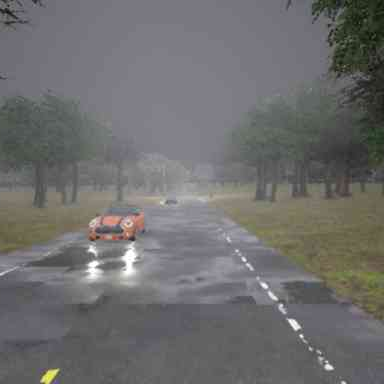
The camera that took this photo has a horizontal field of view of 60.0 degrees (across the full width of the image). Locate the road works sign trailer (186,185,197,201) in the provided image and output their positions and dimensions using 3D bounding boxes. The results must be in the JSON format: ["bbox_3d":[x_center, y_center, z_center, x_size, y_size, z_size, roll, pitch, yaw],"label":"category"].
[{"bbox_3d":[-0.005,0.231,76.497,2.380,3.560,2.880,0,1,0],"label":"road works sign trailer"}]

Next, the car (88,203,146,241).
[{"bbox_3d":[-3.599,1.382,16.664,2.097,1.767,4.553,0,0,0],"label":"car"}]

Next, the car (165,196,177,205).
[{"bbox_3d":[-3.555,1.409,57.821,1.882,1.535,5.008,0,0,0],"label":"car"}]
